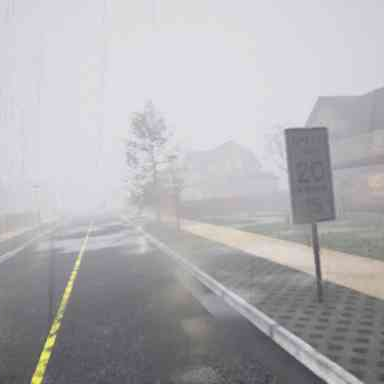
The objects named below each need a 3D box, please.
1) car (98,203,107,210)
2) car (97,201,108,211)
[{"bbox_3d":[-22.633,3.615,83.957,2.033,1.411,5.357,-5,0,-15],"label":"car"},{"bbox_3d":[-19.864,3.129,73.852,2.150,2.045,5.566,-5,0,-15],"label":"car"}]
